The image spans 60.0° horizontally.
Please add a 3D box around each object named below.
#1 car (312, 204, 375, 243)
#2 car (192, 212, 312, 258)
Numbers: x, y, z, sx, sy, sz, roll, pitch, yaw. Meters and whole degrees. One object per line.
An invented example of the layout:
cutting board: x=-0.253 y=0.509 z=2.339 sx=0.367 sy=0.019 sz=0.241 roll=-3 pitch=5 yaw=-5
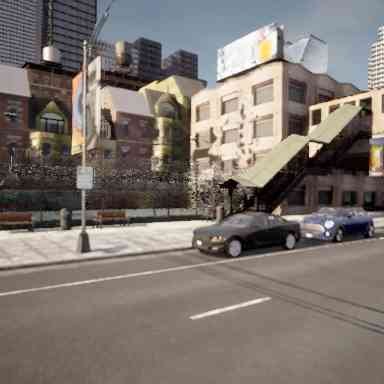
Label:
car: x=7.437 y=1.511 z=17.208 sx=4.553 sy=1.767 sz=2.185 roll=1 pitch=0 yaw=-36
car: x=2.287 y=1.573 z=13.363 sx=5.008 sy=1.535 sz=2.097 roll=1 pitch=0 yaw=-36
